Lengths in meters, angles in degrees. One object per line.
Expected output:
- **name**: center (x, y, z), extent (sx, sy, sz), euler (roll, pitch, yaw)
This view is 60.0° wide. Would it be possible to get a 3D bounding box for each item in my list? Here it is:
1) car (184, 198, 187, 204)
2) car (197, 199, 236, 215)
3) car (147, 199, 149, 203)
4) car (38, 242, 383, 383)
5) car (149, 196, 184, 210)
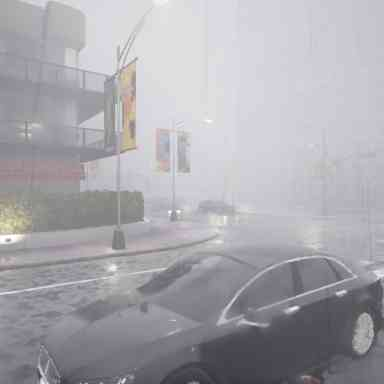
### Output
- **car**: center (-2.419, 1.547, 62.047), extent (2.033, 1.411, 5.357), euler (0, 0, -19)
- **car**: center (2.451, 1.505, 33.846), extent (1.837, 1.490, 4.892), euler (0, 0, -35)
- **car**: center (-6.023, 1.491, 59.267), extent (4.902, 1.511, 2.128), euler (0, 0, 42)
- **car**: center (0.646, 1.504, 4.399), extent (4.892, 1.490, 1.837), euler (0, 0, -35)
- **car**: center (-3.324, 1.564, 42.115), extent (1.994, 1.385, 4.181), euler (0, 0, -35)
